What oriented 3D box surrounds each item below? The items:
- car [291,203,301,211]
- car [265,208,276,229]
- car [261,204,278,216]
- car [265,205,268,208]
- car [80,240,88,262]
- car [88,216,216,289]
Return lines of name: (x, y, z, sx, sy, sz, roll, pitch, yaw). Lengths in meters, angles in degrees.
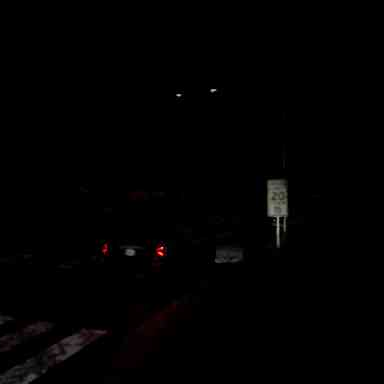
car: (25.624, 3.633, 82.131, 2.150, 2.045, 5.566, -1, -2, 20)
car: (6.050, 2.348, 28.790, 2.033, 1.411, 5.357, -1, -2, 20)
car: (12.956, 2.988, 55.250, 2.192, 1.841, 5.009, -1, -2, 20)
car: (9.088, 2.874, 44.707, 2.008, 1.369, 4.403, -1, -2, 20)
car: (-2.512, 1.887, 13.102, 1.947, 1.339, 4.313, 0, -2, 20)
car: (-0.791, 1.570, 10.160, 2.097, 1.767, 4.553, -1, -2, 20)
